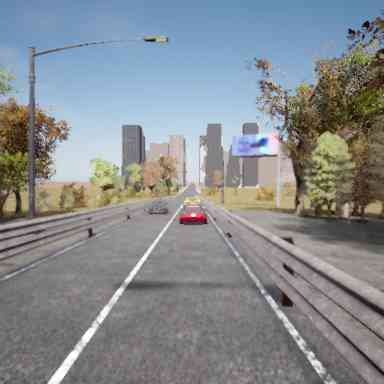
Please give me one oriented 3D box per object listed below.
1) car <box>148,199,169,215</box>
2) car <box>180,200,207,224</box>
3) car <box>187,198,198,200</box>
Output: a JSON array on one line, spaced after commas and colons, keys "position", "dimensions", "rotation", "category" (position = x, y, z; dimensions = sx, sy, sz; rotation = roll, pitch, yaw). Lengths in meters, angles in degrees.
[{"position": [-3.352, 1.490, 34.106], "dimensions": [1.837, 1.490, 4.892], "rotation": [0, 0, 0], "category": "car"}, {"position": [0.098, 1.553, 24.848], "dimensions": [1.994, 1.385, 4.181], "rotation": [0, 0, 0], "category": "car"}, {"position": [0.083, 1.459, 42.618], "dimensions": [1.882, 1.535, 5.008], "rotation": [0, 0, 0], "category": "car"}]
